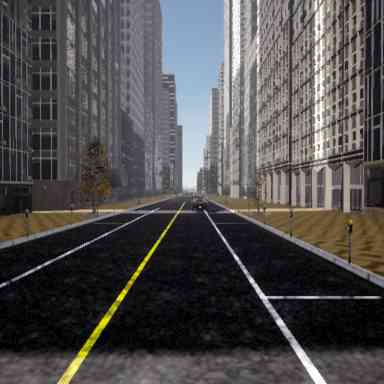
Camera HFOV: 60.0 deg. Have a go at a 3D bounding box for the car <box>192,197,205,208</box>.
[{"bbox_3d":[0.900,1.543,49.058,1.812,1.442,4.674,0,0,0],"label":"car"}]

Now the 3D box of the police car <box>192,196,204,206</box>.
[{"bbox_3d":[0.900,1.456,55.168,1.930,1.638,5.238,0,0,0],"label":"police car"}]

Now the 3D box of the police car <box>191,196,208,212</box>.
[{"bbox_3d":[0.900,1.434,39.167,1.930,1.638,5.238,0,0,0],"label":"police car"}]
